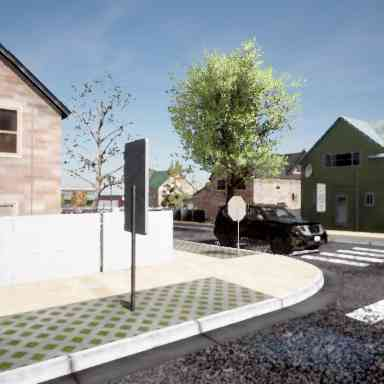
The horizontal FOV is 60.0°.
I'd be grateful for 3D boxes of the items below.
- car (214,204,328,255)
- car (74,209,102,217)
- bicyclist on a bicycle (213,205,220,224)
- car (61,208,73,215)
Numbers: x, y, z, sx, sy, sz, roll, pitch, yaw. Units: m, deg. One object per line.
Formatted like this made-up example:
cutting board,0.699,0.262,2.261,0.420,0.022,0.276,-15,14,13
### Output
car,3.285,1.562,15.205,2.150,2.045,5.566,1,-2,-35
car,-10.240,2.728,34.534,2.128,1.511,4.902,1,-3,-35
bicyclist on a bicycle,2.301,1.825,26.774,1.656,1.620,0.582,-2,1,-35
car,-19.768,3.421,53.096,2.097,1.767,4.553,1,-3,-35
